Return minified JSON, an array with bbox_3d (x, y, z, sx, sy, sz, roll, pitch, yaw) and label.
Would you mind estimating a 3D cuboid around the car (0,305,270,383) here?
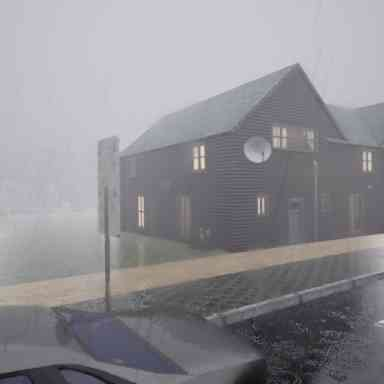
[{"bbox_3d":[-1.828,1.548,1.756,5.357,1.411,2.033,0,0,-36],"label":"car"}]
